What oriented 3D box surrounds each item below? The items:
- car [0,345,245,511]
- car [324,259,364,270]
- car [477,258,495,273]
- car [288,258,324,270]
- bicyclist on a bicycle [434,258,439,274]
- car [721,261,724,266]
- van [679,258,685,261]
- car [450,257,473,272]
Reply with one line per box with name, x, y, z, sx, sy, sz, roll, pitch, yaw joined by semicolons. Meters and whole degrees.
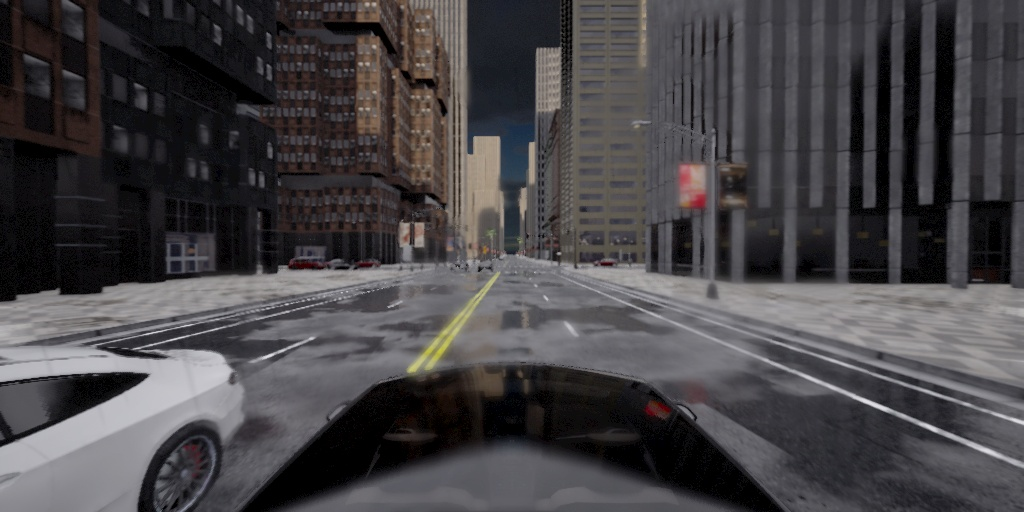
car;-3.350;1.275;1.431;1.812;1.442;4.674;0;0;0
car;-24.721;1.495;52.823;4.313;1.339;1.948;0;0;0
car;-3.244;1.206;44.937;1.837;1.490;4.892;0;0;0
car;-30.147;1.263;52.820;5.009;1.841;2.192;0;0;0
bicyclist on a bicycle;-8.745;1.158;41.477;0.659;1.776;1.843;0;0;0
car;32.965;1.388;55.852;4.207;1.307;1.802;0;0;0
van;27.523;1.153;55.883;3.998;1.789;1.690;0;0;0
car;-6.495;1.147;44.936;1.994;1.385;4.181;0;0;0
